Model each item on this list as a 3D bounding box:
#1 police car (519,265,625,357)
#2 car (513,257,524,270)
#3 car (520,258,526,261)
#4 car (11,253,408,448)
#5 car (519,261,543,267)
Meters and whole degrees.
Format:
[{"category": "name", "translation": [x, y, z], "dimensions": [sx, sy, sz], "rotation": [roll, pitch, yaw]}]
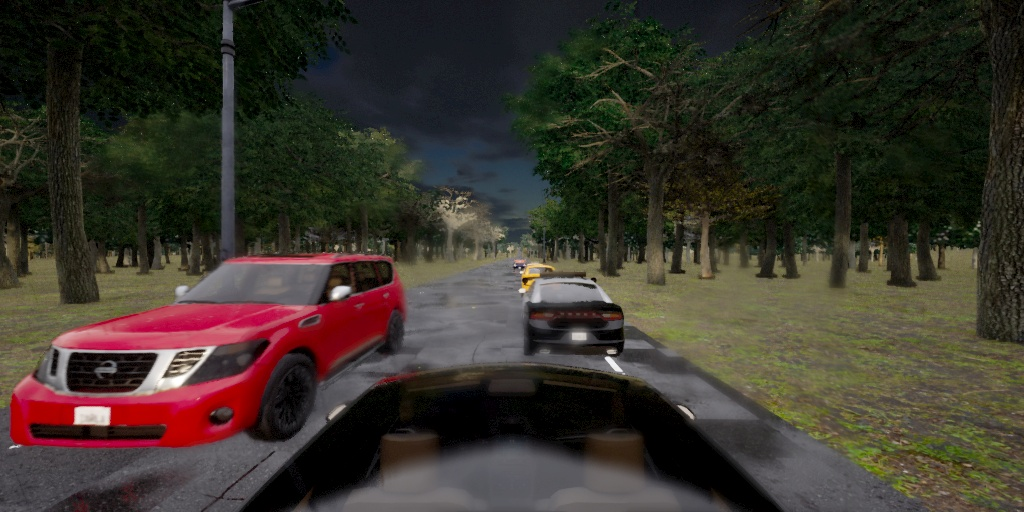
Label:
[{"category": "police car", "translation": [1.209, 1.170, 8.719], "dimensions": [1.930, 1.638, 5.238], "rotation": [0, 0, 1]}, {"category": "car", "translation": [1.093, 1.228, 48.582], "dimensions": [1.895, 1.301, 4.718], "rotation": [0, 0, 2]}, {"category": "car", "translation": [1.572, 1.172, 24.797], "dimensions": [1.801, 1.575, 5.366], "rotation": [0, 0, 1]}, {"category": "car", "translation": [-3.409, 0.969, 5.728], "dimensions": [2.150, 2.045, 5.566], "rotation": [0, 0, 1]}, {"category": "car", "translation": [1.433, 1.208, 18.609], "dimensions": [1.882, 1.535, 5.008], "rotation": [0, 0, 1]}]
